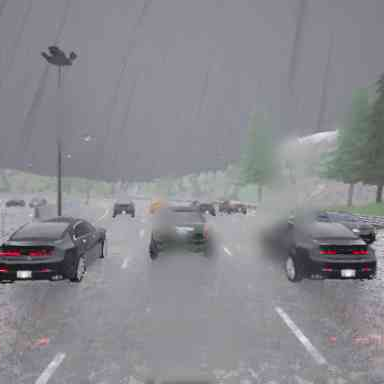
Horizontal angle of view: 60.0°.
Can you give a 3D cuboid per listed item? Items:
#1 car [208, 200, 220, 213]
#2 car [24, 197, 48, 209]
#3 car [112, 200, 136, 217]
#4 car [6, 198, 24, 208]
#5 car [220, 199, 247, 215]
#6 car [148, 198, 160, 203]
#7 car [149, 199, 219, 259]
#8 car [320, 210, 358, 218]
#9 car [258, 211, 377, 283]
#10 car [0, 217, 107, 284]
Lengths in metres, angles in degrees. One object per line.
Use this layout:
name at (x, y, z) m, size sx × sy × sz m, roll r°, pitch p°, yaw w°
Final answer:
car at (0.842, 1.454, 30.705) m, size 1.837 × 1.490 × 4.892 m, roll 0°, pitch 0°, yaw -10°
car at (-20.720, 1.437, 44.964) m, size 2.128 × 1.511 × 4.902 m, roll 0°, pitch 0°, yaw -17°
car at (-6.264, 1.461, 30.737) m, size 1.837 × 1.490 × 4.892 m, roll 1°, pitch 0°, yaw -11°
car at (-25.163, 1.546, 47.562) m, size 1.895 × 1.301 × 4.718 m, roll 0°, pitch 0°, yaw -18°
car at (3.986, 1.467, 32.977) m, size 1.812 × 1.442 × 4.674 m, roll 0°, pitch 0°, yaw -11°
car at (-3.493, 1.423, 34.914) m, size 1.882 × 1.535 × 5.008 m, roll 0°, pitch 0°, yaw -11°
car at (-0.441, 1.330, 12.767) m, size 2.097 × 1.767 × 4.553 m, roll 0°, pitch 0°, yaw -4°
car at (6.397, 1.533, 15.291) m, size 1.994 × 1.385 × 4.181 m, roll 0°, pitch 0°, yaw -5°
car at (3.275, 1.487, 9.640) m, size 1.837 × 1.490 × 4.892 m, roll 0°, pitch 1°, yaw -3°
car at (-3.732, 1.494, 9.568) m, size 1.837 × 1.490 × 4.892 m, roll 0°, pitch 1°, yaw -3°
